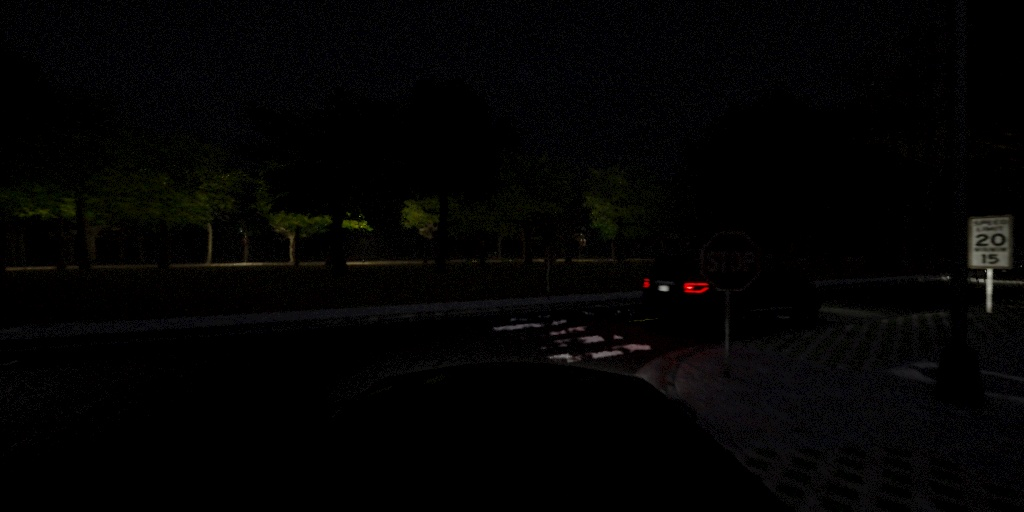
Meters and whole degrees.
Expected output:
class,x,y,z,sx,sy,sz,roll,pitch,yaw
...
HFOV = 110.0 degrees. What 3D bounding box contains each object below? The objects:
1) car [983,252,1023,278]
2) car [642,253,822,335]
class,x,y,z,sx,sy,sz,roll,pitch,yaw
car,39.429,0.713,28.008,5.566,2.045,2.150,0,0,-24
car,6.398,0.921,10.439,5.566,2.045,2.150,0,0,-24
